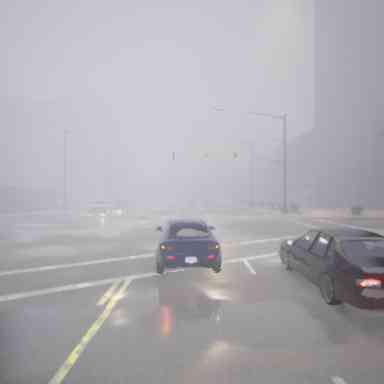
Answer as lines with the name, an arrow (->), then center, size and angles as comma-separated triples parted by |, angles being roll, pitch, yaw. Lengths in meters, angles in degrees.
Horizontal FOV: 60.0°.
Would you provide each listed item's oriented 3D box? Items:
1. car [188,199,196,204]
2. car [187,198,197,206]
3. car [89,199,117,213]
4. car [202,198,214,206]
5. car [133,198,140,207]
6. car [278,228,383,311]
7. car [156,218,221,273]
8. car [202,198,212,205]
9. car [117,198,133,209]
car -> -0.007, 2.202, 78.376 | 1.895, 1.301, 4.718 | 0, -1, 0
car -> -0.006, 2.007, 67.929 | 1.882, 1.535, 5.008 | 0, -1, 0
car -> -10.571, 1.673, 39.056 | 1.812, 1.442, 4.674 | 0, -1, 0
car -> 3.495, 2.101, 69.225 | 1.994, 1.385, 4.181 | 0, -1, 0
car -> -10.528, 1.880, 58.987 | 1.882, 1.535, 5.008 | 0, -1, 0
car -> 3.614, 1.587, 8.066 | 2.033, 1.411, 5.357 | 0, 0, 0
car -> -0.191, 1.574, 10.841 | 1.812, 1.442, 4.674 | 0, 0, -4
car -> 3.493, 2.228, 79.177 | 2.033, 1.411, 5.357 | 0, -1, 0
car -> -10.564, 1.752, 48.835 | 2.128, 1.511, 4.902 | 0, -1, 0
